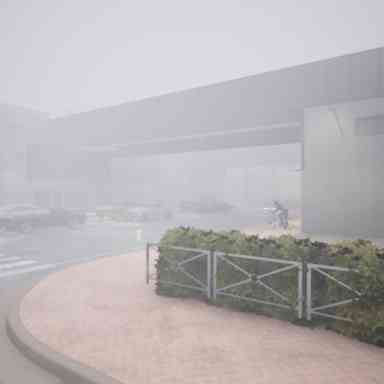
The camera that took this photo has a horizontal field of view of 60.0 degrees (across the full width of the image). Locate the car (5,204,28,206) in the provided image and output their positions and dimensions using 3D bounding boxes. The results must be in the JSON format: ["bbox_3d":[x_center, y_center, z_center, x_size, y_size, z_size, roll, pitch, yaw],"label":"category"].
[{"bbox_3d":[-11.540,1.511,21.462,1.812,1.442,4.674,0,0,37],"label":"car"}]

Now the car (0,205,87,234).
[{"bbox_3d":[-8.655,1.589,19.408,1.895,1.301,4.718,0,0,35],"label":"car"}]

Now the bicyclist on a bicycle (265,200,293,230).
[{"bbox_3d":[4.861,1.299,18.595,1.656,1.620,0.582,0,0,35],"label":"bicyclist on a bicycle"}]

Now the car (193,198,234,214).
[{"bbox_3d":[2.484,1.589,35.054,1.895,1.301,4.718,0,0,36],"label":"car"}]

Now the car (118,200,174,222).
[{"bbox_3d":[-3.348,1.514,26.864,1.812,1.442,4.674,0,0,36],"label":"car"}]

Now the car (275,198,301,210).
[{"bbox_3d":[12.943,1.516,43.452,1.812,1.442,4.674,0,0,36],"label":"car"}]

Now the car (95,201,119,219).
[{"bbox_3d":[-6.094,1.463,29.042,1.882,1.535,5.008,0,0,35],"label":"car"}]

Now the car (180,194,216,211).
[{"bbox_3d":[0.912,1.209,38.870,2.150,2.045,5.566,0,0,36],"label":"car"}]

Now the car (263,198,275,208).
[{"bbox_3d":[11.829,1.553,48.033,1.994,1.385,4.181,0,0,36],"label":"car"}]
